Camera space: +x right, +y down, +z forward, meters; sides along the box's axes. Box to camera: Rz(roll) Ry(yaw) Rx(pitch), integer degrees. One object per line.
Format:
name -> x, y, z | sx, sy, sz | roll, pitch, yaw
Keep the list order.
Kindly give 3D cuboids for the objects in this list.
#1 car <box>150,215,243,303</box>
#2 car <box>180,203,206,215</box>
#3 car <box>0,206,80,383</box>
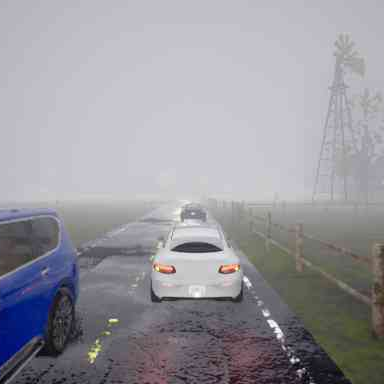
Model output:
car -> 0.095, 1.525, 8.079 | 1.812, 1.442, 4.674 | 0, 0, 0
car -> 0.099, 1.559, 26.384 | 1.994, 1.385, 4.181 | 0, 0, 0
car -> -2.847, 1.221, 3.095 | 2.150, 2.045, 5.566 | 0, 0, 0
